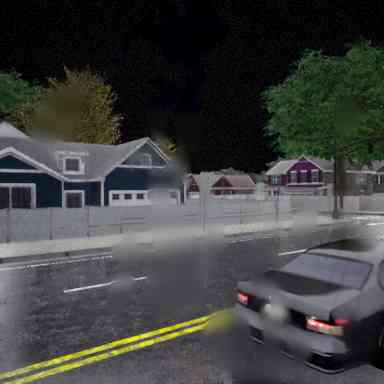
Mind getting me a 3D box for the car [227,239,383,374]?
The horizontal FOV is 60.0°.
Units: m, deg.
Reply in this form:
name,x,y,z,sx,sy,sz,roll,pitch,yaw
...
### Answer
name,x,y,z,sx,sy,sz,roll,pitch,yaw
car,3.073,1.539,5.657,5.357,1.411,2.033,0,0,-36
